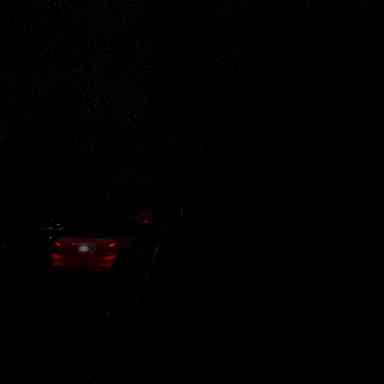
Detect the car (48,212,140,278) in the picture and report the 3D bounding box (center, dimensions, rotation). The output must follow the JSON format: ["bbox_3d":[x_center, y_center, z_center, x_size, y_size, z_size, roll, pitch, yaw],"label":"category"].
[{"bbox_3d":[-3.234,1.741,11.694,2.097,1.767,4.553,2,-2,-3],"label":"car"}]

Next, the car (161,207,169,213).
[{"bbox_3d":[-7.683,5.050,94.279,1.837,1.490,4.892,2,-2,-3],"label":"car"}]

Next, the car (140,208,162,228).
[{"bbox_3d":[-4.418,2.717,33.603,1.882,1.535,5.008,2,-2,-3],"label":"car"}]

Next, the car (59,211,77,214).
[{"bbox_3d":[-11.363,2.455,30.674,2.033,1.411,5.357,2,-2,-3],"label":"car"}]
